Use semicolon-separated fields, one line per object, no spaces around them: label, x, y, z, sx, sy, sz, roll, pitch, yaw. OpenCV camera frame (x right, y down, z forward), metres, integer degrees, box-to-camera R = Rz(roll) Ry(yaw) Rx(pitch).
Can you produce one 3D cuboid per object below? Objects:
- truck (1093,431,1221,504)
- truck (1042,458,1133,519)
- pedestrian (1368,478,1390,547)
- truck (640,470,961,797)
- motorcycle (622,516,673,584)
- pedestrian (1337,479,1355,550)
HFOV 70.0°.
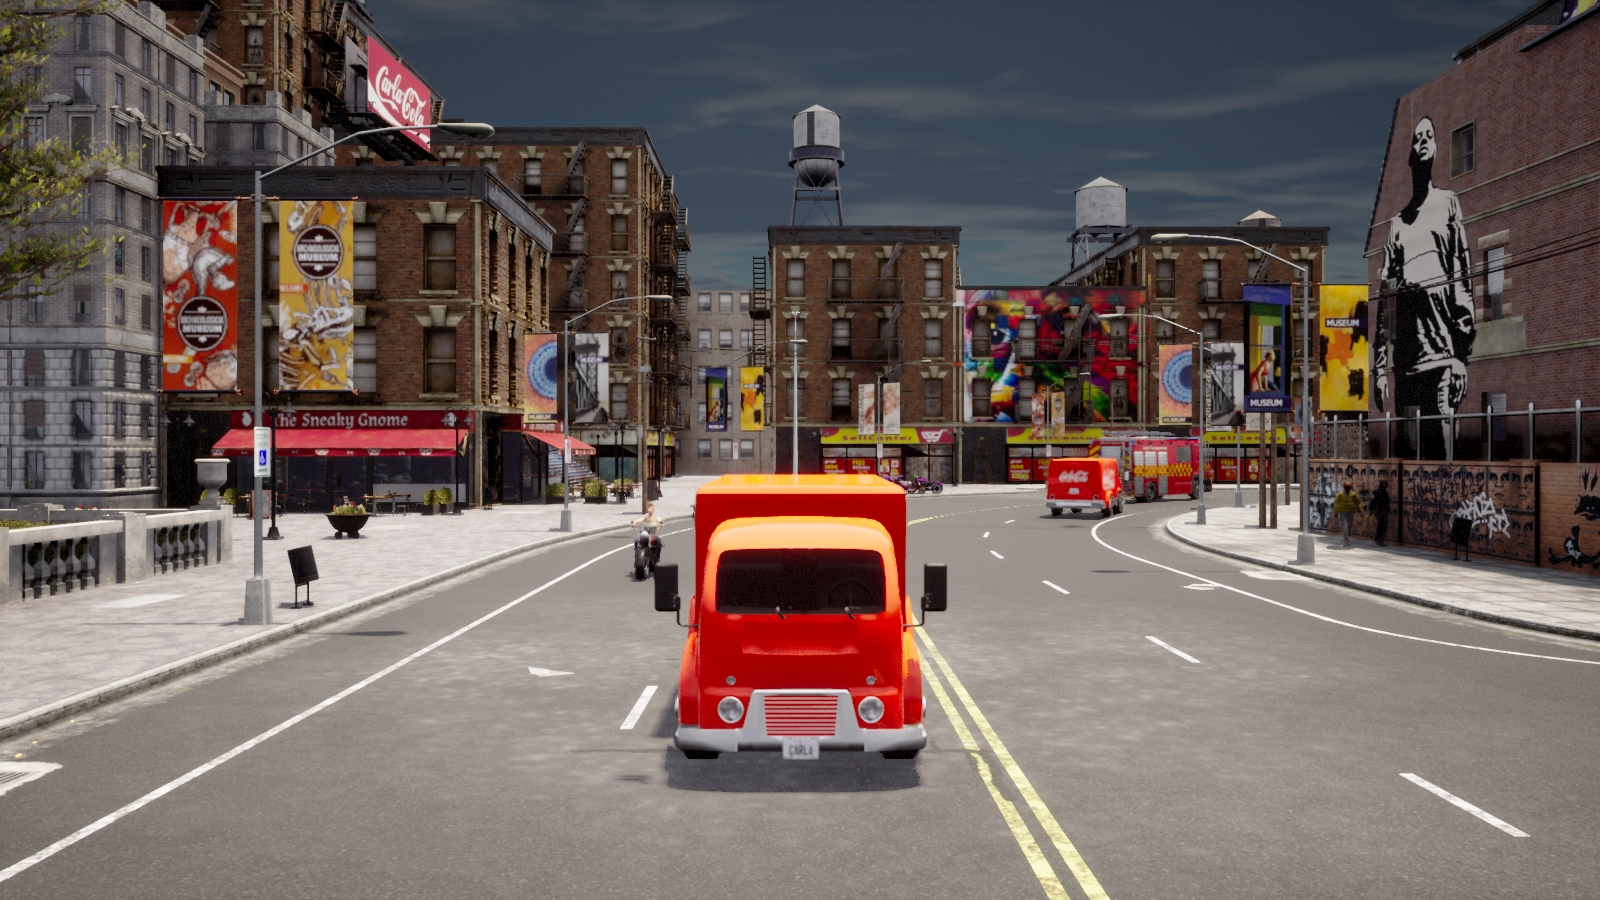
truck;19.957;0.916;63.514;8.468;3.827;2.891;0;0;-42
truck;12.510;1.587;49.417;2.627;2.467;5.204;0;0;28
pedestrian;15.879;1.709;31.341;0.375;1.860;0.375;0;0;-10
truck;0.002;1.554;11.954;2.627;2.467;5.204;0;1;0
motorcycle;-3.359;2.180;25.336;0.764;1.277;2.356;0;0;2
pedestrian;14.529;1.709;30.395;0.375;1.860;0.375;0;0;14
